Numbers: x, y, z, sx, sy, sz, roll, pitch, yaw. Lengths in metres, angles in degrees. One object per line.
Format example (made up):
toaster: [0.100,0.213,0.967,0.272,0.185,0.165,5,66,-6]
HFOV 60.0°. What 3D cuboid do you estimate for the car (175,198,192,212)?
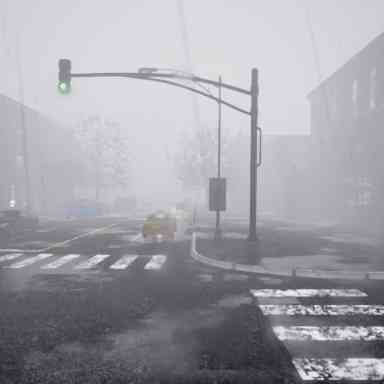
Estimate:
car: [-1.378,1.979,46.286,2.008,1.369,4.403,0,0,1]

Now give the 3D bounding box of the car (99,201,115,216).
car: [-9.903,1.774,35.306,1.887,1.381,4.507,0,0,1]

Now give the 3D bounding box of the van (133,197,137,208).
van: [-9.684,1.715,51.945,1.690,1.788,3.998,0,0,1]

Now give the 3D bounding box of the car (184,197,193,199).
car: [-1.160,2.138,62.923,1.947,1.339,4.313,0,0,1]

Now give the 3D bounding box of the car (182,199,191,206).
car: [-1.087,2.165,68.469,1.887,1.381,4.507,0,0,1]

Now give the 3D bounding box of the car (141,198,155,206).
car: [-9.467,2.083,68.579,1.947,1.339,4.313,0,0,1]

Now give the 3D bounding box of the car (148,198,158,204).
car: [-9.322,2.194,79.671,1.802,1.307,4.206,0,0,1]

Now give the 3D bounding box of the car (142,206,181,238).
car: [-1.739,1.715,18.729,1.752,1.417,4.829,0,0,1]

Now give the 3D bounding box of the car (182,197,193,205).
car: [-1.014,1.983,74.017,2.192,1.841,5.009,0,0,1]

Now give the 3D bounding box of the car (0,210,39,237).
car: [-10.121,1.667,18.669,1.802,1.307,4.206,0,0,1]

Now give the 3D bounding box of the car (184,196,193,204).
car: [-0.868,2.078,85.108,2.192,1.841,5.009,0,0,1]

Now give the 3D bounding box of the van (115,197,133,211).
van: [-9.757,1.667,46.399,1.690,1.788,3.998,0,0,1]

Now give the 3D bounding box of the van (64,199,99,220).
van: [-9.974,1.522,29.762,1.690,1.788,3.998,0,0,1]

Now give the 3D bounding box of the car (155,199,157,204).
car: [-9.394,2.110,74.126,1.887,1.381,4.507,0,0,1]
